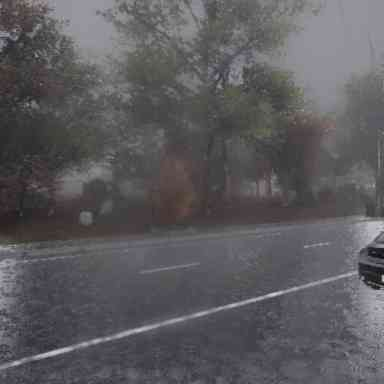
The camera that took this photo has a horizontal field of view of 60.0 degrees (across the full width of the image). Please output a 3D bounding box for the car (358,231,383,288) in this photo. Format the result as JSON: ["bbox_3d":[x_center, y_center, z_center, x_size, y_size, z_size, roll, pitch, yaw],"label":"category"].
[{"bbox_3d":[5.936,1.508,8.049,4.892,1.490,1.837,0,0,-35],"label":"car"}]
